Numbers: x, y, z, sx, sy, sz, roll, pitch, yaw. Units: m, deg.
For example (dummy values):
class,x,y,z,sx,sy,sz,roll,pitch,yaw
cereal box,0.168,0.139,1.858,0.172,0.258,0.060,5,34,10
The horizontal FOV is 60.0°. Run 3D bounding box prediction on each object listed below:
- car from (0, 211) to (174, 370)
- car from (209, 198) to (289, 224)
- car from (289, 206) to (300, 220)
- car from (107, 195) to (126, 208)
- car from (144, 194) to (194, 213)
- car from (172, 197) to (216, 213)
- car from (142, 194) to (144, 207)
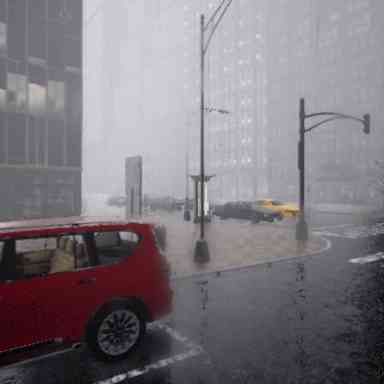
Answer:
class,x,y,z,sx,sy,sz,roll,pitch,yaw
car,-2.590,1.315,4.335,5.009,1.841,2.192,0,0,-35
car,3.754,1.341,23.351,2.033,1.411,5.357,0,1,-37
car,6.037,1.272,25.729,1.882,1.535,5.008,0,1,-37
car,-8.504,1.086,39.867,2.033,1.411,5.357,0,1,-36
car,-2.175,1.162,31.332,2.128,1.511,4.902,0,1,-37
car,0.120,1.272,33.693,1.895,1.301,4.718,0,1,-37
car,-6.074,1.033,42.043,2.128,1.511,4.902,0,1,-37
